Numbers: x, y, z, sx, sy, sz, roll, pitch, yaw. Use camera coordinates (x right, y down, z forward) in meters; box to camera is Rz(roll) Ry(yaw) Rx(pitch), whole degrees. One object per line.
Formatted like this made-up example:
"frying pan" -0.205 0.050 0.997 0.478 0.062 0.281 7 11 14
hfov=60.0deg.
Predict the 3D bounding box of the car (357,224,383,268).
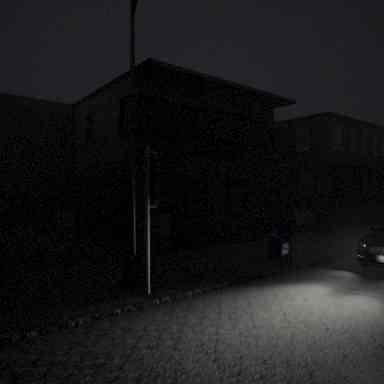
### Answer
"car" 6.869 1.473 10.178 4.902 1.511 2.128 0 0 -39
